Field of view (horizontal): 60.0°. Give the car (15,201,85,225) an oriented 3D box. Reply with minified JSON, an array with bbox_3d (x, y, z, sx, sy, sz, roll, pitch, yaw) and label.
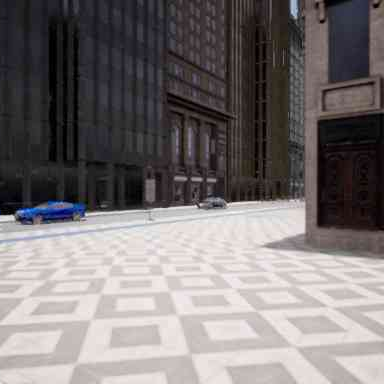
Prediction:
[{"bbox_3d":[-10.190,1.442,24.197,1.882,1.535,5.008,0,0,36],"label":"car"}]

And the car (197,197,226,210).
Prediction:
[{"bbox_3d":[2.519,1.437,41.958,2.128,1.511,4.902,0,0,36],"label":"car"}]
